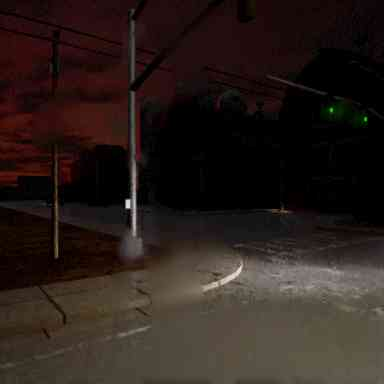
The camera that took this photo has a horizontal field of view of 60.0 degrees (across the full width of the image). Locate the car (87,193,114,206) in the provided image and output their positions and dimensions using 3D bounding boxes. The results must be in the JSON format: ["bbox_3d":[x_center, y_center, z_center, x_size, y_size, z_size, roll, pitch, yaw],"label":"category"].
[{"bbox_3d":[-13.807,1.118,50.592,3.866,1.878,1.905,-2,5,11],"label":"car"}]

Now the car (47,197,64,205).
[{"bbox_3d":[-23.339,1.537,56.662,1.994,1.385,4.181,0,0,-36],"label":"car"}]
